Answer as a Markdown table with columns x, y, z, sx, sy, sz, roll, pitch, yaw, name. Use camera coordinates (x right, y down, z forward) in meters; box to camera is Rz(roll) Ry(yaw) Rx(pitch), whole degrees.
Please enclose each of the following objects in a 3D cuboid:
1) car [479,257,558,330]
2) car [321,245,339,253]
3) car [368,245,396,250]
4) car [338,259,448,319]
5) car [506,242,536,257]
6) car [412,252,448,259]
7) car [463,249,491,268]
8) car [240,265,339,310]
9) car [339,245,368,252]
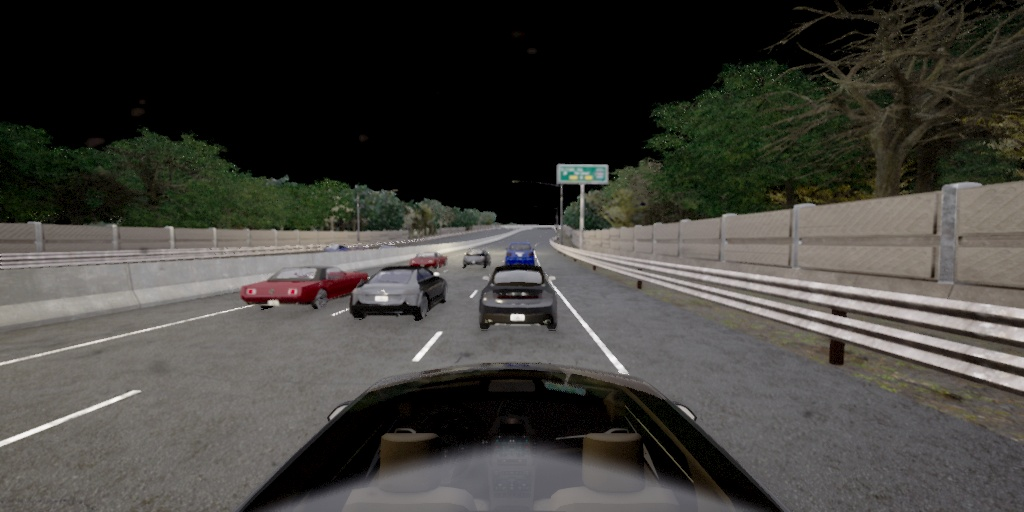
| x | y | z | sx | sy | sz | roll | pitch | yaw | name |
| --- | --- | --- | --- | --- | --- | --- | --- | --- | --- |
| 0.187 | 0.968 | 9.984 | 1.837 | 1.490 | 4.892 | 0 | 2 | 2 | car |
| -23.238 | -0.751 | 47.312 | 1.812 | 1.442 | 4.674 | 0 | 3 | 3 | car |
| -16.260 | -0.701 | 46.886 | 2.033 | 1.411 | 5.357 | 0 | 3 | 3 | car |
| -3.284 | 0.982 | 11.158 | 1.994 | 1.385 | 4.181 | 0 | 2 | 1 | car |
| 0.664 | -0.065 | 28.253 | 2.150 | 2.045 | 5.566 | 0 | 2 | 2 | car |
| -6.350 | 0.325 | 27.943 | 1.895 | 1.301 | 4.718 | 0 | 3 | 2 | car |
| -2.797 | 0.153 | 29.337 | 2.128 | 1.511 | 4.902 | 0 | 3 | 2 | car |
| -6.754 | 0.967 | 12.456 | 1.895 | 1.301 | 4.718 | 0 | 2 | 1 | car |
| -19.798 | -0.610 | 46.179 | 1.895 | 1.301 | 4.718 | 0 | 3 | 3 | car |
